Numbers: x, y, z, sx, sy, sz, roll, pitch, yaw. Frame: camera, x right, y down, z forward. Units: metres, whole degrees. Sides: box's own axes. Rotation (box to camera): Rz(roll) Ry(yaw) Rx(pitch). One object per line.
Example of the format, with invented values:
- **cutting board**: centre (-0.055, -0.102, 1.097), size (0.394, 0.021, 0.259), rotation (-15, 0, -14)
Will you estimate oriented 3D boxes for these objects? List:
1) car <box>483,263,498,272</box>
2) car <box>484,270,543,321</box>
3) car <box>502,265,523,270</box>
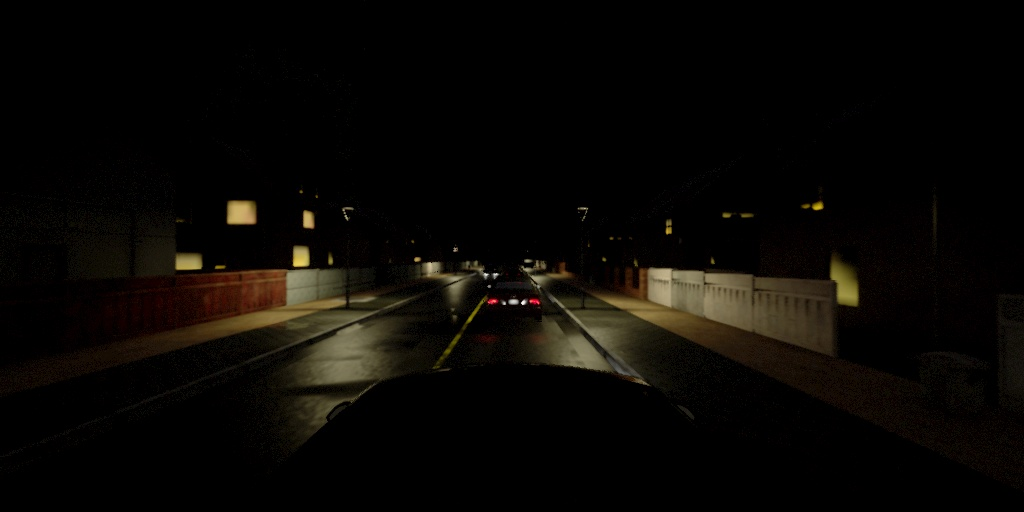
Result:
- **car**: centre (-2.839, 1.658, 49.069), size (2.033, 1.411, 5.357), rotation (0, 0, 0)
- **car**: centre (0.065, 1.383, 12.802), size (2.033, 1.411, 5.357), rotation (0, 0, 0)
- **car**: centre (0.088, 1.520, 33.641), size (1.812, 1.442, 4.674), rotation (0, 0, 0)
